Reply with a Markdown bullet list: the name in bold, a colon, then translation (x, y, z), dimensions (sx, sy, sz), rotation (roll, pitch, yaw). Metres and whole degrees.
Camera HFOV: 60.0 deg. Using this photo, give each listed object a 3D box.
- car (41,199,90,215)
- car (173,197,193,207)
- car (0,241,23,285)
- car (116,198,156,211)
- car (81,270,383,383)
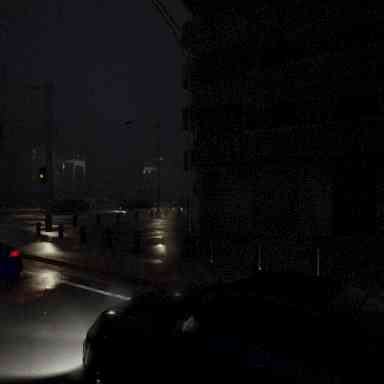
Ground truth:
- **car**: translation (-12.539, 1.449, 33.120), dimensions (1.837, 1.490, 4.892), rotation (0, 0, 36)
- **car**: translation (-0.751, 1.449, 49.406), dimensions (1.837, 1.490, 4.892), rotation (0, 0, 36)
- **car**: translation (-6.084, 1.564, 8.315), dimensions (4.181, 1.385, 1.994), rotation (0, 0, 36)
- **car**: translation (-6.808, 1.492, 41.050), dimensions (2.033, 1.411, 5.357), rotation (0, 0, 36)
- **car**: translation (0.767, 1.564, 3.445), dimensions (4.181, 1.385, 1.994), rotation (0, 0, 36)
